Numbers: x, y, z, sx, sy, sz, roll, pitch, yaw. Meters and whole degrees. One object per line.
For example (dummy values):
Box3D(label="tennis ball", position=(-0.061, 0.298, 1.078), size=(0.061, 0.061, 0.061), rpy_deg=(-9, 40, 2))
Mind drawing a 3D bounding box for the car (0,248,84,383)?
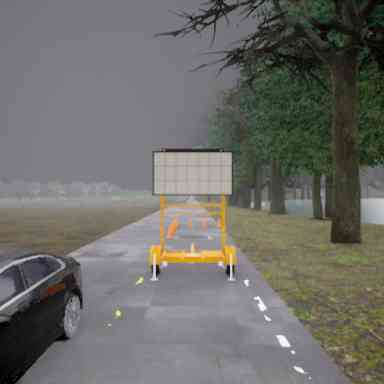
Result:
Box3D(label="car", position=(-2.740, 1.507, 3.743), size=(2.128, 1.511, 4.902), rpy_deg=(0, 0, 0))

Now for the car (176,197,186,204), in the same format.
Box3D(label="car", position=(-2.539, 2.034, 77.493), size=(2.097, 1.767, 4.553), rpy_deg=(0, -1, 0))

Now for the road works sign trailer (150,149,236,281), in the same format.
Box3D(label="road works sign trailer", position=(0.025, 0.510, 10.018), size=(2.380, 3.560, 2.880), rpy_deg=(0, 0, 0))
